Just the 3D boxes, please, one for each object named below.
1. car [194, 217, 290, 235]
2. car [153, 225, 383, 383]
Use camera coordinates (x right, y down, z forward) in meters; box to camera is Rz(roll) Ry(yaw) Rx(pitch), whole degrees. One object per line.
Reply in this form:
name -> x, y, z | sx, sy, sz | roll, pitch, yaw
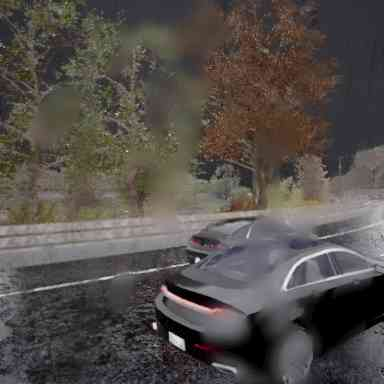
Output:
car -> 2.051, 1.510, 10.075 | 4.892, 1.490, 1.837 | 0, 0, -40
car -> 1.736, 1.492, 5.327 | 4.902, 1.511, 2.128 | 0, 0, -38
